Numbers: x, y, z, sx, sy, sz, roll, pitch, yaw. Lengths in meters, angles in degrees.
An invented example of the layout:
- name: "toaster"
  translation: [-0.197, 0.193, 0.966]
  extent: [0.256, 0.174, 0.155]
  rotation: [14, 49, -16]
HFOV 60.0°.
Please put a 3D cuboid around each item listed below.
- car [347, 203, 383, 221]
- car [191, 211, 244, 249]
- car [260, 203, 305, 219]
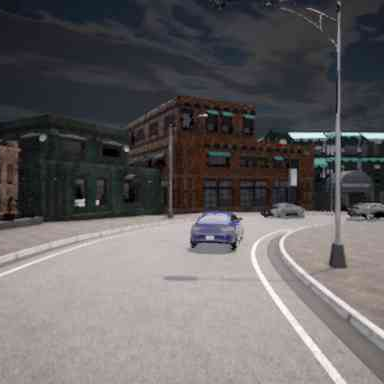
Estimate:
- name: "car"
  translation: [16.193, 1.737, 29.565]
  extent: [4.902, 1.511, 2.128]
  rotation: [1, 0, -18]
- name: "car"
  translation: [1.200, 1.533, 14.533]
  extent: [1.812, 1.442, 4.674]
  rotation: [0, 0, 13]
- name: "car"
  translation: [8.153, 1.661, 29.811]
  extent: [4.181, 1.385, 1.994]
  rotation: [1, 0, -32]
